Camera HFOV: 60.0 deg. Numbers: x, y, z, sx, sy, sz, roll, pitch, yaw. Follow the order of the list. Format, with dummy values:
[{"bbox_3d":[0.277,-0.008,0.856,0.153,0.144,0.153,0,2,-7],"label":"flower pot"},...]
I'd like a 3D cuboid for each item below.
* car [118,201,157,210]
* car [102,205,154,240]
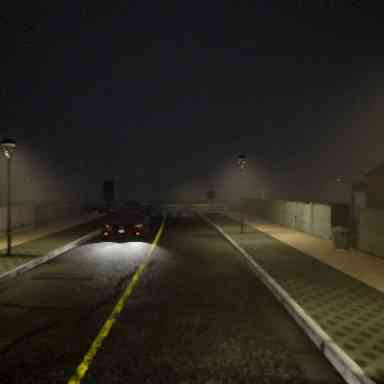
[{"bbox_3d":[-6.423,1.636,38.272,4.718,1.301,1.895,-2,2,-6],"label":"car"},{"bbox_3d":[-3.220,1.559,16.890,1.994,1.385,4.181,0,0,-2],"label":"car"}]
